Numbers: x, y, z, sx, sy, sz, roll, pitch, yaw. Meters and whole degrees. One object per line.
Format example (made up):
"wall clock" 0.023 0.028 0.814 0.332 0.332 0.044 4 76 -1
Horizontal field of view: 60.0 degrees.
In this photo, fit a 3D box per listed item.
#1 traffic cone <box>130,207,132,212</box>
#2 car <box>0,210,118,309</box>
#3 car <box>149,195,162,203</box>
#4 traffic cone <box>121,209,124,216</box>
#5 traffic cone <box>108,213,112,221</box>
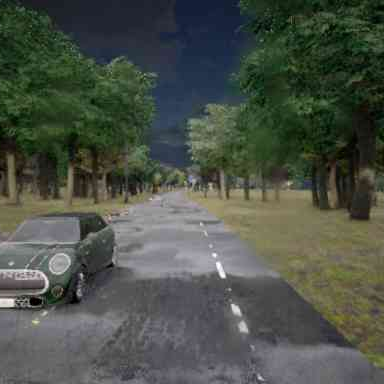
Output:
"traffic cone" -6.277 1.800 34.398 0.340 0.580 0.340 0 0 -2
"car" -3.242 1.312 7.999 2.097 1.767 4.553 0 0 0
"car" -5.357 1.234 49.409 1.812 1.442 4.674 0 0 -2
"traffic cone" -6.154 1.820 29.410 0.340 0.580 0.340 0 0 -1
"traffic cone" -6.049 1.840 24.423 0.340 0.580 0.340 0 0 -1
